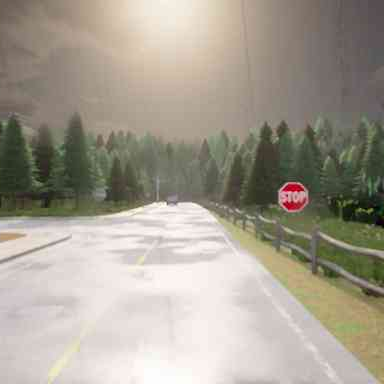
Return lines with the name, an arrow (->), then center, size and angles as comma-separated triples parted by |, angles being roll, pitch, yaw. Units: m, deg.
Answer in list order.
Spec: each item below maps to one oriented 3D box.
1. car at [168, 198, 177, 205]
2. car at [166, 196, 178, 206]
car -> -4.281, 2.047, 74.523 | 1.994, 1.385, 4.181 | 0, 0, -2
car -> -4.103, 1.859, 68.073 | 2.150, 2.045, 5.566 | 0, 0, -2
